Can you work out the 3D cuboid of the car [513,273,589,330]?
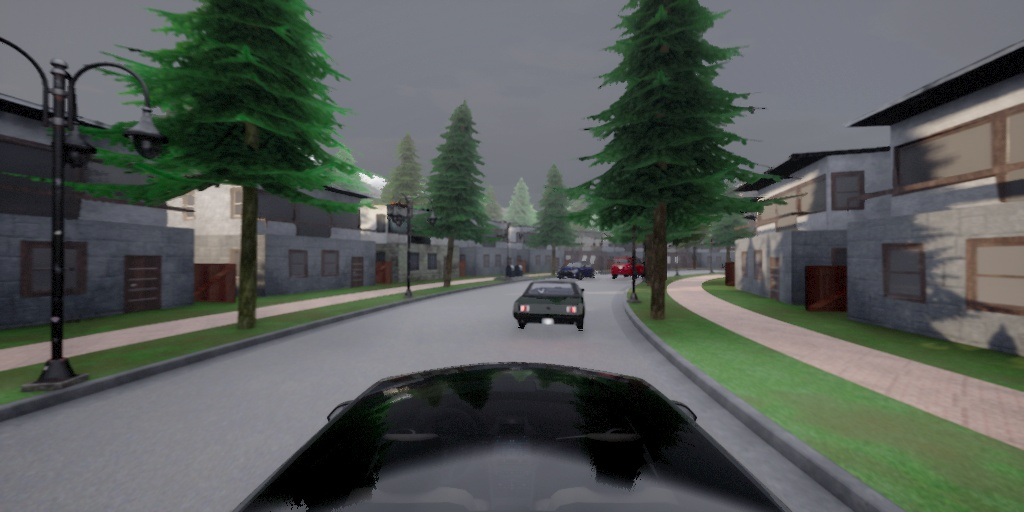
[{"bbox_3d":[1.358,1.399,11.378,1.895,1.301,4.718,0,0,11],"label":"car"}]

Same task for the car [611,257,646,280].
[{"bbox_3d":[11.321,1.149,34.346,2.150,2.045,5.566,0,0,36],"label":"car"}]

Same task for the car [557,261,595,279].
[{"bbox_3d":[5.832,1.260,32.619,2.097,1.767,4.553,0,0,33],"label":"car"}]
